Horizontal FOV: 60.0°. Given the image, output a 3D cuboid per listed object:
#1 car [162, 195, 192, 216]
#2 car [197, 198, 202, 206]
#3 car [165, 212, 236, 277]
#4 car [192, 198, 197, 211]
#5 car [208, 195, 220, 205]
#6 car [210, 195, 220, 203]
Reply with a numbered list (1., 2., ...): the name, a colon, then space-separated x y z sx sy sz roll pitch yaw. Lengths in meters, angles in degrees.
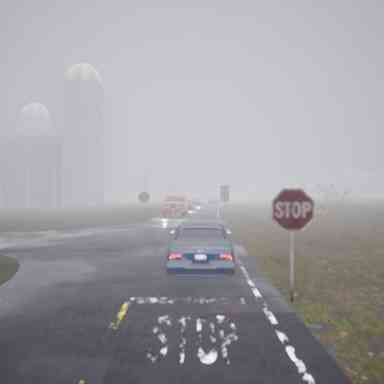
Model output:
1. car: -1.584 1.316 33.484 2.150 2.045 5.566 0 0 4
2. car: 0.669 1.704 57.385 1.994 1.385 4.181 0 0 7
3. car: 0.265 1.581 10.313 2.033 1.411 5.357 0 0 1
4. car: -0.778 1.679 43.436 1.994 1.385 4.181 0 0 5
5. car: 4.093 1.640 63.168 2.128 1.511 4.902 0 0 6
6. car: 5.161 1.451 73.118 2.097 1.767 4.553 0 0 6
